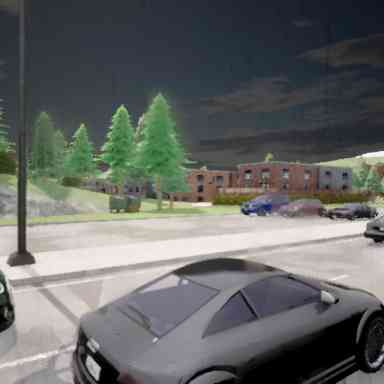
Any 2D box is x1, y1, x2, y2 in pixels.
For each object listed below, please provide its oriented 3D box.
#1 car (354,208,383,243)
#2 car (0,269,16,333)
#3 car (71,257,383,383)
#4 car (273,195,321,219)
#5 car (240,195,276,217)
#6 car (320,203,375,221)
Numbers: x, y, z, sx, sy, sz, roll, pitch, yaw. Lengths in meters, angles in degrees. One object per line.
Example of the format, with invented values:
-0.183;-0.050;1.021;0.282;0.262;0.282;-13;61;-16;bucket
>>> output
9.884;1.575;15.050;5.357;1.411;2.033;0;0;-35;car
-4.947;1.346;4.431;4.553;1.767;2.097;0;0;-36;car
0.718;1.568;4.214;4.181;1.385;1.994;0;0;-36;car
9.687;1.388;29.192;4.553;1.767;2.097;0;0;-35;car
7.166;1.258;31.699;5.566;2.045;2.150;1;0;-35;car
13.266;1.589;27.417;5.357;1.411;2.033;0;0;-35;car
